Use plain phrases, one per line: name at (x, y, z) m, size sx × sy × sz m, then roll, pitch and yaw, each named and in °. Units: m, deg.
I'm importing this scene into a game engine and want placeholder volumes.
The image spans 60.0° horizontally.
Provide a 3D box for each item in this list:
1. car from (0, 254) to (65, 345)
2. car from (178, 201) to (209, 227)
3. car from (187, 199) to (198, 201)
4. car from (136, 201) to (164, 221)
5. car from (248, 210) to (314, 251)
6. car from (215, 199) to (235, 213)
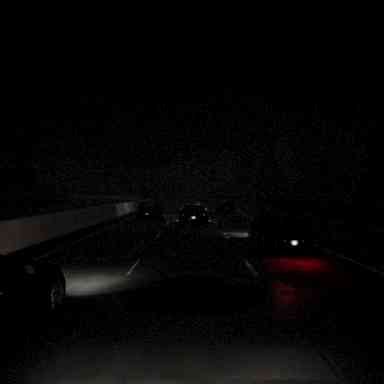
car at (-3.397, 1.528, 4.629) m, size 1.812 × 1.442 × 4.674 m, roll 0°, pitch 0°, yaw 0°
car at (0.101, 1.575, 22.892) m, size 1.994 × 1.385 × 4.181 m, roll 0°, pitch 0°, yaw 0°
car at (0.104, 1.623, 43.962) m, size 1.895 × 1.301 × 4.718 m, roll 0°, pitch 0°, yaw 0°
car at (-3.396, 1.491, 27.523) m, size 1.882 × 1.535 × 5.008 m, roll 0°, pitch 0°, yaw 0°
car at (3.601, 1.513, 14.098) m, size 1.837 × 1.490 × 4.892 m, roll 0°, pitch 0°, yaw 0°
car at (3.604, 1.496, 36.984) m, size 1.882 × 1.535 × 5.008 m, roll 0°, pitch 0°, yaw 0°
